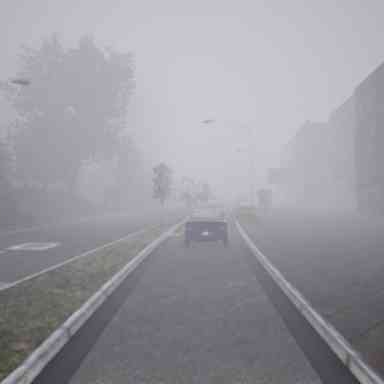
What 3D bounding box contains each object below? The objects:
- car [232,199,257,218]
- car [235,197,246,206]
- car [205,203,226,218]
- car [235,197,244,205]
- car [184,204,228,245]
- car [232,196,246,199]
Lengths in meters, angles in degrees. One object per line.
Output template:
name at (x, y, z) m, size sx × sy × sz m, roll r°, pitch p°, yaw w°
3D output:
car at (5.876, 1.816, 37.676) m, size 2.163 × 1.488 × 4.792 m, roll 0°, pitch -1°, yaw 7°
car at (10.185, 2.007, 70.607) m, size 2.185 × 1.767 × 4.553 m, roll 0°, pitch -1°, yaw 7°
car at (2.511, 1.872, 34.377) m, size 1.895 × 1.301 × 4.718 m, roll 0°, pitch -1°, yaw 7°
car at (11.625, 2.116, 81.612) m, size 2.185 × 1.767 × 4.553 m, roll 1°, pitch 0°, yaw 7°
car at (0.720, 1.551, 15.959) m, size 1.882 × 1.535 × 5.008 m, roll 0°, pitch 0°, yaw 4°
car at (9.474, 1.826, 65.169) m, size 2.435 × 2.045 × 5.566 m, roll 0°, pitch -1°, yaw 7°
